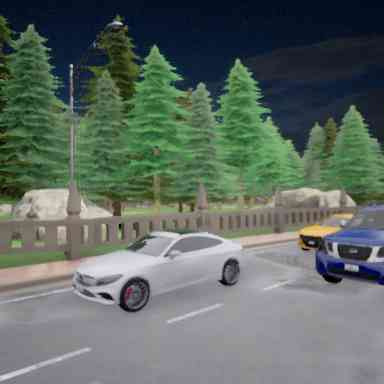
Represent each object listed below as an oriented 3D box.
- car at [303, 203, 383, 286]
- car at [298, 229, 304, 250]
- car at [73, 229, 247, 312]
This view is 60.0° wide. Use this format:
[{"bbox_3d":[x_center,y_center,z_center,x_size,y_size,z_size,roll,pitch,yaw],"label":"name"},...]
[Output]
[{"bbox_3d":[5.658,1.345,9.183,5.566,2.045,2.150,0,-1,-40],"label":"car"},{"bbox_3d":[6.610,1.690,14.268,5.008,1.535,1.882,0,-1,-36],"label":"car"},{"bbox_3d":[-0.535,1.697,8.298,4.674,1.442,1.812,0,-1,-42],"label":"car"}]
